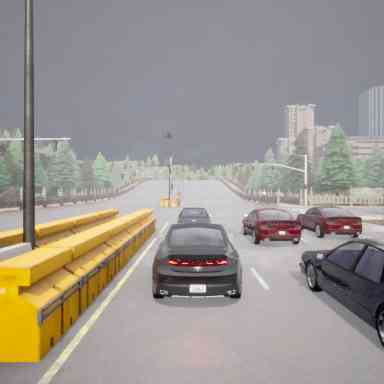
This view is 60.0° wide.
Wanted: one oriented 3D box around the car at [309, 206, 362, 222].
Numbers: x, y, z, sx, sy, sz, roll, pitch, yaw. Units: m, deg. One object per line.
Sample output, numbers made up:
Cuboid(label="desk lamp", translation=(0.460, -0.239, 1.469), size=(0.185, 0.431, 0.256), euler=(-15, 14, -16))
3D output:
Cuboid(label="car", translation=(7.097, 1.478, 17.716), size=(1.882, 1.535, 5.008), euler=(0, 0, 0))

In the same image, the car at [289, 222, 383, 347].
Cuboid(label="car", translation=(3.594, 1.547, 5.904), size=(2.033, 1.411, 5.357), euler=(0, 0, 0))

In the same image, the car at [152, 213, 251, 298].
Cuboid(label="car", translation=(0.101, 1.505, 8.461), size=(1.837, 1.490, 4.892), euler=(0, 0, 0))

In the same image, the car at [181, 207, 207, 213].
Cuboid(label="car", translation=(0.097, 1.547, 18.192), size=(2.033, 1.411, 5.357), euler=(0, 0, 0))

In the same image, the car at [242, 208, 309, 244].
Cuboid(label="car", translation=(3.598, 1.478, 15.729), size=(1.882, 1.535, 5.008), euler=(0, 0, 0))
